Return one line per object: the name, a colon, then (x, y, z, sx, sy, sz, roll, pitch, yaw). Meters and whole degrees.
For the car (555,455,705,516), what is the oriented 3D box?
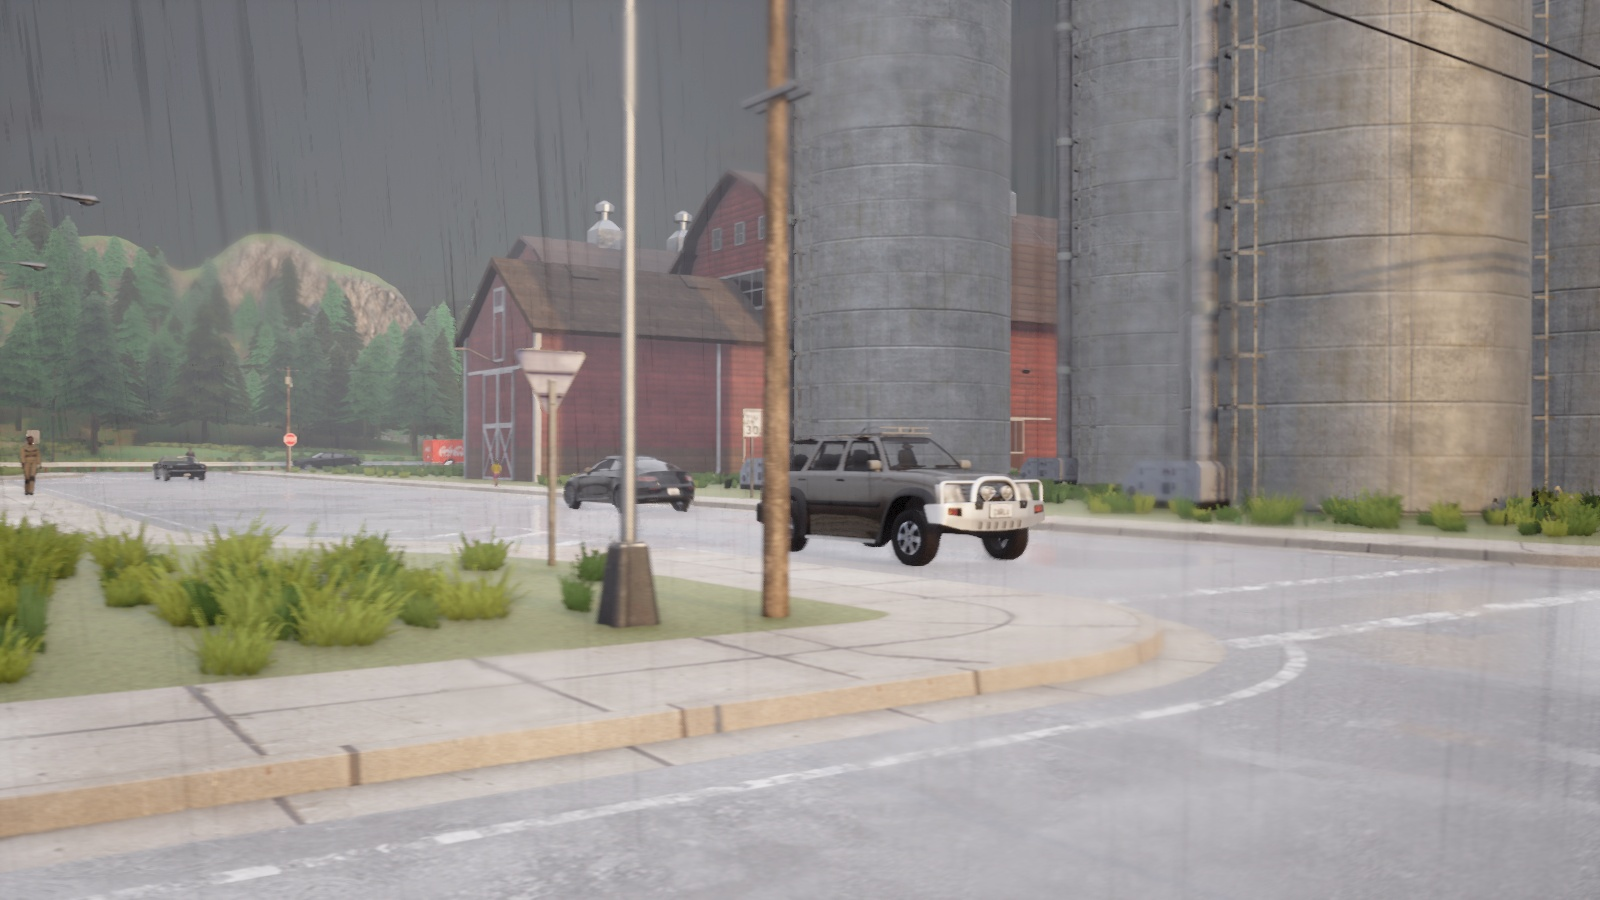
car: (-4.433, 0.854, 32.150, 1.812, 1.442, 4.674, 0, 0, -36)

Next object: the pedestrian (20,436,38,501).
pedestrian: (-23.127, 0.540, 37.664, 0.396, 1.930, 0.692, 0, 0, -36)

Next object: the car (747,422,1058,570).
car: (1.313, 0.602, 18.111, 1.932, 1.855, 4.605, 0, -1, -36)

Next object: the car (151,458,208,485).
car: (-31.962, 1.067, 64.623, 1.895, 1.301, 4.718, 0, 0, -36)
